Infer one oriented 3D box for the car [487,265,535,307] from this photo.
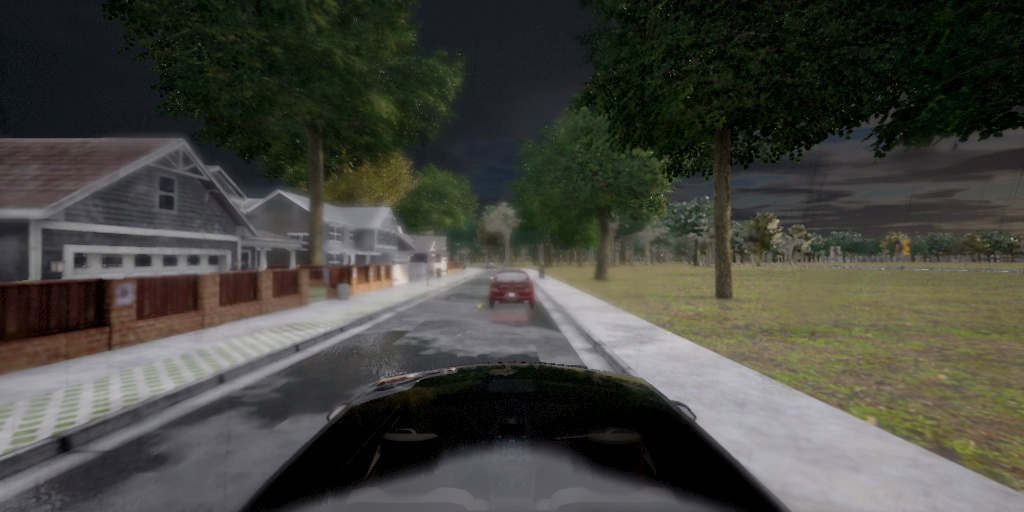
[{"bbox_3d":[-0.004,1.365,16.320,1.882,1.535,5.008,0,0,0],"label":"car"}]
